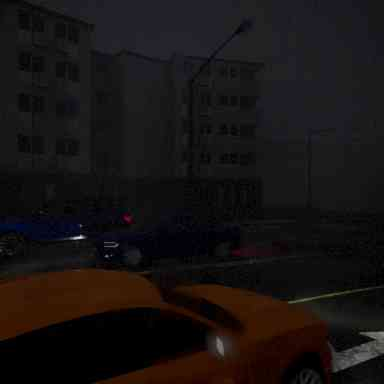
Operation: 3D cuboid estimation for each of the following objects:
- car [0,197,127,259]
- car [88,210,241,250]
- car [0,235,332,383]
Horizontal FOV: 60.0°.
[{"bbox_3d":[-5.084,1.221,12.919,5.566,2.045,2.150,0,0,-30],"label":"car"},{"bbox_3d":[-0.693,1.477,11.272,5.008,1.535,1.882,0,0,-26],"label":"car"},{"bbox_3d":[-0.839,1.478,2.922,5.008,1.535,1.882,0,0,-33],"label":"car"}]
